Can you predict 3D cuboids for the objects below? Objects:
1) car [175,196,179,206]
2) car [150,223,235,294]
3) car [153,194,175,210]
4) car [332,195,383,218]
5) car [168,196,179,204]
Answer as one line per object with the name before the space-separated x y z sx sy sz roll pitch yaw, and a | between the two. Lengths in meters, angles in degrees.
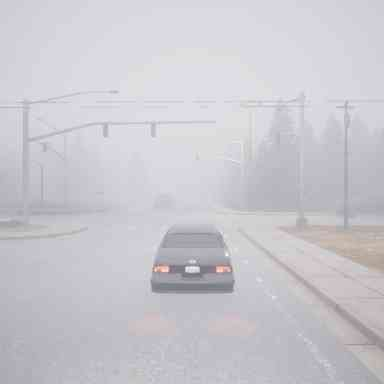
car | -3.698 1.351 55.322 2.097 1.767 4.553 0 0 0
car | 0.029 1.545 8.963 2.033 1.411 5.357 0 0 0
car | -3.699 1.225 43.180 2.150 2.045 5.566 0 0 0
car | 15.531 1.248 29.618 5.566 2.045 2.150 0 0 1
car | -3.578 1.526 65.886 1.812 1.442 4.674 0 0 1
